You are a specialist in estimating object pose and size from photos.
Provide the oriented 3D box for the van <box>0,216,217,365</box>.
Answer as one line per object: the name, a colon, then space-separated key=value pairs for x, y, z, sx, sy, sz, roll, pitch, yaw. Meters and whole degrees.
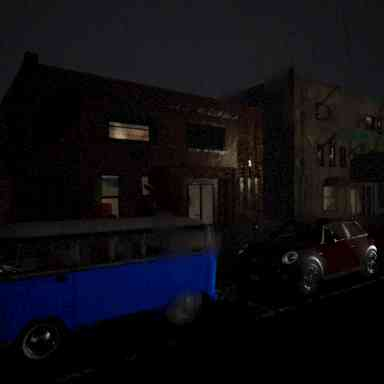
van: x=-1.452 y=1.341 z=5.534 sx=3.998 sy=1.788 sz=1.690 roll=0 pitch=-1 yaw=-36

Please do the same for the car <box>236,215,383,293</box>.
car: x=3.059 y=1.439 z=8.764 sx=4.097 sy=1.590 sz=1.967 roll=0 pitch=-1 yaw=-36
